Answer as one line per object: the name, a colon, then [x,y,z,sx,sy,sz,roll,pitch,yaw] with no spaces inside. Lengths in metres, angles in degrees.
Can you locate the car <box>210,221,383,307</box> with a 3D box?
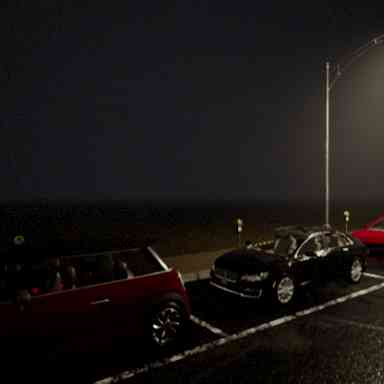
car: [2.411,1.510,7.807,4.403,1.369,2.008,0,1,-35]

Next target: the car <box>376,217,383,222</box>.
car: [6.919,1.469,11.021,4.507,1.381,1.887,0,1,-35]

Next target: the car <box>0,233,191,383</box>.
car: [-2.096,1.435,4.591,4.097,1.590,1.967,0,1,-35]
